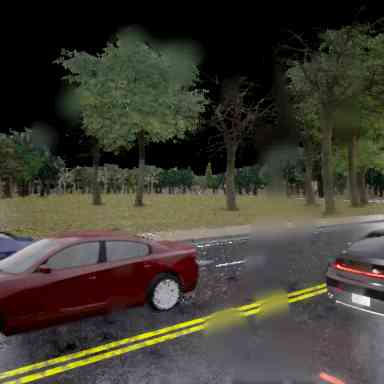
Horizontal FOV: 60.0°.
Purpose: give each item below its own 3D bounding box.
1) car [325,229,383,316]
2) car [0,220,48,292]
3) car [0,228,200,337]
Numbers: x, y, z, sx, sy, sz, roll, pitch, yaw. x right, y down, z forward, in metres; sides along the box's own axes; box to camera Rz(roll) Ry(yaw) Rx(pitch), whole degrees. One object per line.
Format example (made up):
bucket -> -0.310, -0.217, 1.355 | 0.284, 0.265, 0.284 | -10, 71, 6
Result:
car -> 4.713, 1.505, 6.816 | 4.892, 1.490, 1.837 | 0, 0, -36
car -> -5.925, 1.526, 7.440 | 4.674, 1.442, 1.812 | 0, 0, -36
car -> -2.184, 1.478, 6.123 | 5.008, 1.535, 1.882 | 0, 0, -36
